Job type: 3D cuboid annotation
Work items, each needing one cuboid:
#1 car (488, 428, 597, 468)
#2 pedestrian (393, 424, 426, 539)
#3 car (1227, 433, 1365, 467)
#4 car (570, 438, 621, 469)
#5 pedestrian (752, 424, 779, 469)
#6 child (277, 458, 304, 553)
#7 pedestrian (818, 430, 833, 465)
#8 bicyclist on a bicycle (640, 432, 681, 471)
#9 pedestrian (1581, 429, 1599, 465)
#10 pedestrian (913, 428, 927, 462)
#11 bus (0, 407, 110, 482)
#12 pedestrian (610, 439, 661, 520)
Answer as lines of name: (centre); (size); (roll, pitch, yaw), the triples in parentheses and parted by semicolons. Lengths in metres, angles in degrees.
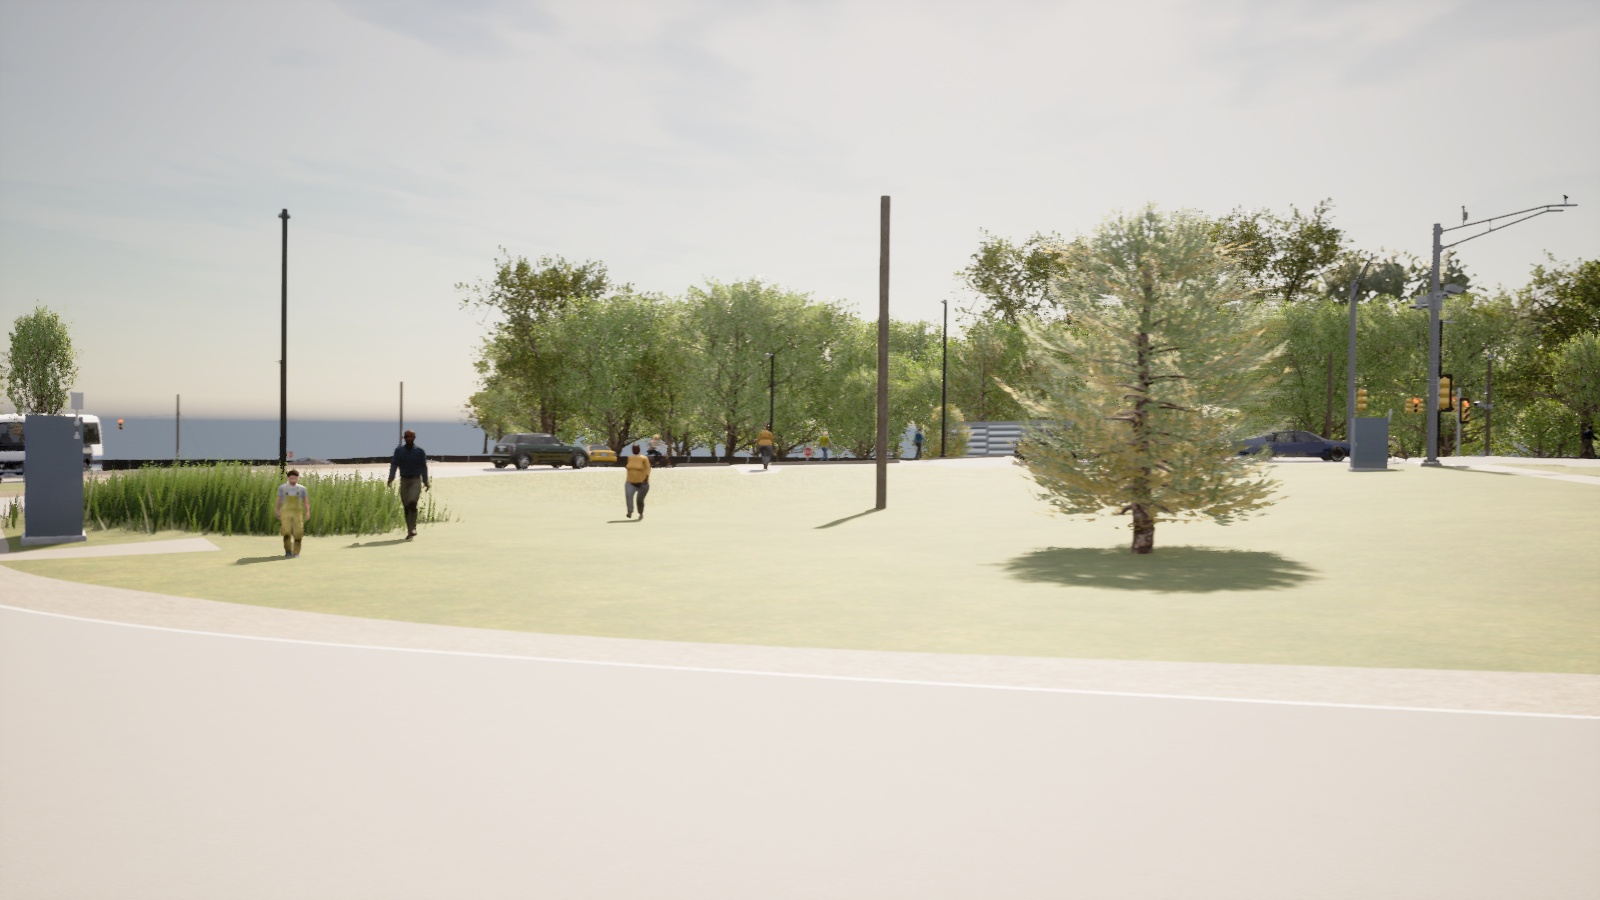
car: (-11.994, -0.081, 58.719); (4.553, 1.767, 2.097); (0, 1, -44)
pedestrian: (-6.406, 0.503, 20.619); (0.370, 1.835, 0.726); (1, 1, -8)
car: (22.089, -0.024, 56.127); (5.357, 1.411, 2.033); (1, 1, 8)
car: (-12.772, 0.258, 78.110); (1.801, 1.575, 5.366); (3, -4, -23)
pedestrian: (-1.423, -0.150, 52.166); (0.874, 1.855, 0.900); (1, 1, 14)
child: (-7.000, 0.755, 17.240); (0.270, 1.263, 0.437); (1, 1, -30)
pedestrian: (1.338, -0.139, 65.436); (0.354, 1.836, 0.706); (2, 2, 41)
bicyclist on a bicycle: (-6.104, 0.050, 55.104); (1.509, 1.612, 0.866); (0, 5, 19)
pedestrian: (41.220, -0.154, 65.473); (0.726, 1.835, 0.370); (1, 1, 5)
pedestrian: (6.850, -0.307, 71.666); (0.396, 1.930, 0.692); (2, 2, 41)
bus: (-45.597, -0.437, 75.695); (3.944, 4.253, 10.273); (0, 1, -11)
pedestrian: (-3.868, 0.683, 29.567); (0.874, 1.855, 0.900); (2, 1, 15)
